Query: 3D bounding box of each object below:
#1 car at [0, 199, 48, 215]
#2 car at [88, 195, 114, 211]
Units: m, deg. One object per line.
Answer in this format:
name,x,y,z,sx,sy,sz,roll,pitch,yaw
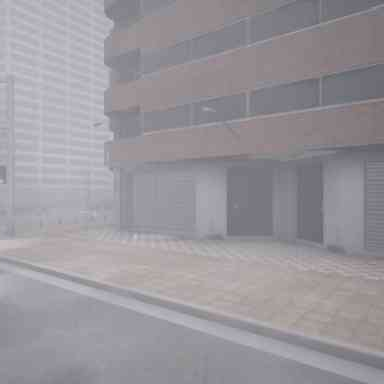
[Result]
car,-16.726,1.505,32.660,1.837,1.490,4.892,0,0,37
car,-10.478,1.505,40.915,1.837,1.490,4.892,0,0,37
